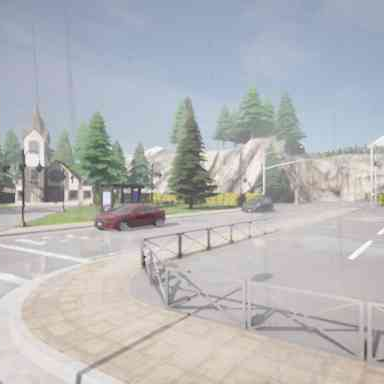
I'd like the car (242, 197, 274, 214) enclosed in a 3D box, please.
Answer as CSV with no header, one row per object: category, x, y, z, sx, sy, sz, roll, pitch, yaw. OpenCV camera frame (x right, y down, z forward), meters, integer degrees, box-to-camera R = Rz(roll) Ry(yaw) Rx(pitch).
car,7.166,1.362,35.904,2.097,1.767,4.553,0,0,35

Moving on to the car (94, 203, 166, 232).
car,-3.667,1.488,20.398,1.882,1.535,5.008,0,0,35
